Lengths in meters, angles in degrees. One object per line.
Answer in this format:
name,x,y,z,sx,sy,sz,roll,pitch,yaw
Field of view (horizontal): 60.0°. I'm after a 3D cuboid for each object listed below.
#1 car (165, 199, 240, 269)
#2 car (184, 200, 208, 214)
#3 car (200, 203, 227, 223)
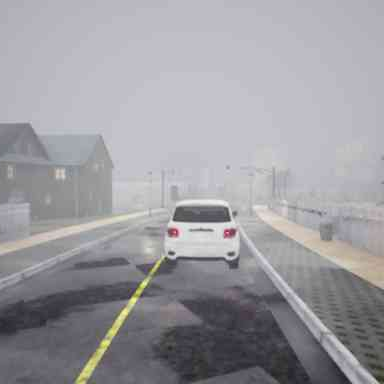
car,0.420,1.257,11.507,2.150,2.045,5.566,0,0,4
car,0.511,1.690,38.746,2.033,1.411,5.357,0,0,9
car,1.851,1.668,27.764,1.994,1.385,4.181,0,0,7
